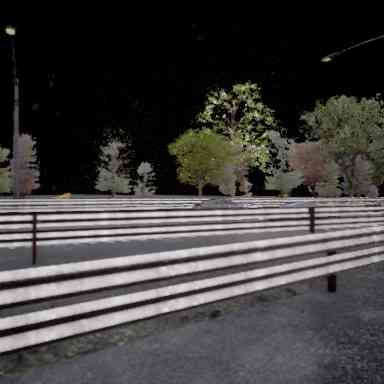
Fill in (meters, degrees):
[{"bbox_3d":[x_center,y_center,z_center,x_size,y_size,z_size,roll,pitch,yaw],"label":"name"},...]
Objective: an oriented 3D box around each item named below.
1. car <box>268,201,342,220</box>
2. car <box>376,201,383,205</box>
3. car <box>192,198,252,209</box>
[{"bbox_3d":[6.710,1.271,19.689,4.674,1.442,1.812,0,0,-25],"label":"car"},{"bbox_3d":[21.040,1.335,33.719,5.357,1.411,2.033,0,0,-23],"label":"car"},{"bbox_3d":[2.423,1.248,25.424,4.892,1.490,1.837,0,0,-25],"label":"car"}]
